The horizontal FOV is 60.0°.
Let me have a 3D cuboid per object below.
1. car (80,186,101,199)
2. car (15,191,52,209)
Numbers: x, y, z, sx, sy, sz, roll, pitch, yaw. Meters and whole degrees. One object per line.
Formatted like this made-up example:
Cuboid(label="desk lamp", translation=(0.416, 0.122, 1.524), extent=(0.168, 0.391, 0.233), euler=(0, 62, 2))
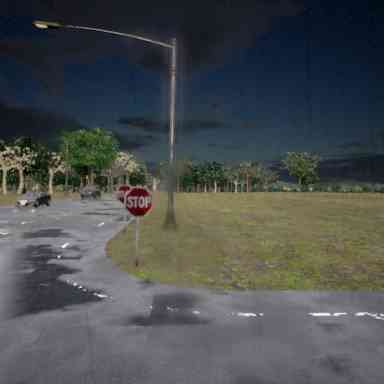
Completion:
Cuboid(label="car", translation=(-16.170, 0.052, 53.323), extent=(2.150, 2.045, 5.566), euler=(1, 0, -3))
Cuboid(label="car", translation=(-14.905, 0.699, 31.484), extent=(2.128, 1.511, 4.902), euler=(1, 1, -4))
